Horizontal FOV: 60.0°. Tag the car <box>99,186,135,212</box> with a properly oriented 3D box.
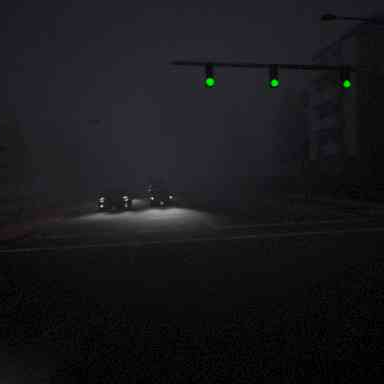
[{"bbox_3d":[-5.682,0.435,24.997,2.097,1.767,4.553,-2,3,-8],"label":"car"}]

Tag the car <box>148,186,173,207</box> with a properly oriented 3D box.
[{"bbox_3d":[-2.641,0.461,27.953,1.895,1.301,4.718,-2,2,-8],"label":"car"}]

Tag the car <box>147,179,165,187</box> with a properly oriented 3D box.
[{"bbox_3d":[-4.794,-0.746,44.312,2.150,2.045,5.566,-2,2,-8],"label":"car"}]
